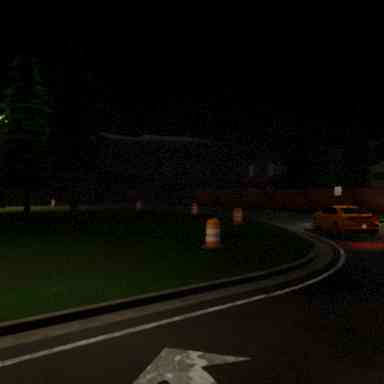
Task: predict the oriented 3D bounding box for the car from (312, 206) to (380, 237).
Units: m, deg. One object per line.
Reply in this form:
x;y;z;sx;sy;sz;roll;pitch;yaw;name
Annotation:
8.186;1.474;18.176;1.882;1.535;5.008;1;0;1;car
